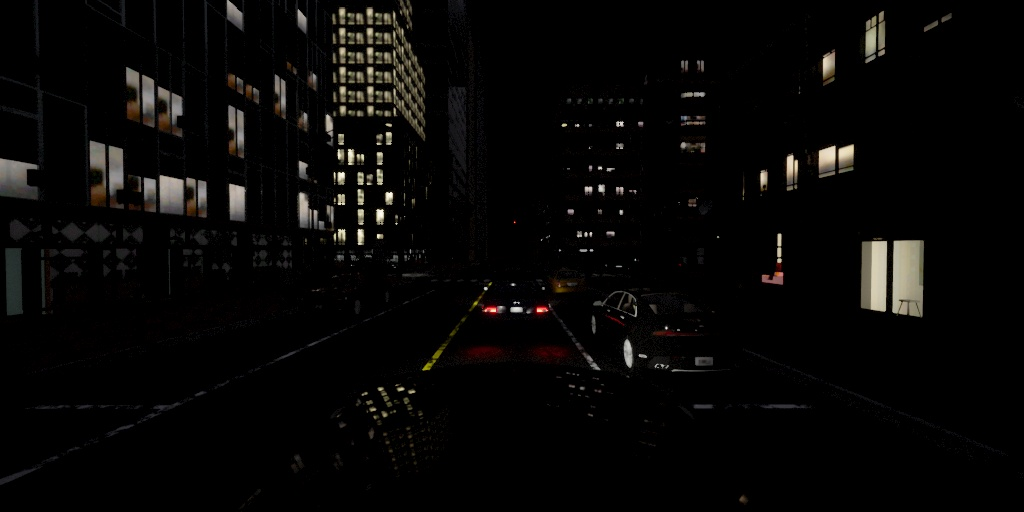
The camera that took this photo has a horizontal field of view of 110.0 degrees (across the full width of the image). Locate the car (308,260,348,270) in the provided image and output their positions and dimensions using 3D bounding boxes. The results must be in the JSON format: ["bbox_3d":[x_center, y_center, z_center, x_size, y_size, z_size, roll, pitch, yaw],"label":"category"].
[{"bbox_3d":[-21.742,1.026,42.288,4.829,1.417,1.751,0,0,1],"label":"car"}]

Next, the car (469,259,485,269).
[{"bbox_3d":[-5.793,1.263,56.466,1.751,1.417,4.829,0,0,0],"label":"car"}]

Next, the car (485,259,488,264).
[{"bbox_3d":[-5.803,1.303,62.290,1.948,1.339,4.313,0,0,0],"label":"car"}]

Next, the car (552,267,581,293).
[{"bbox_3d":[2.786,1.271,18.866,1.751,1.417,4.829,0,0,0],"label":"car"}]

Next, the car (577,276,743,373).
[{"bbox_3d":[2.807,1.299,7.407,2.007,1.370,4.403,0,0,0],"label":"car"}]

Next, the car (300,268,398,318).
[{"bbox_3d":[-5.843,1.292,13.094,1.888,1.381,4.507,0,0,0],"label":"car"}]

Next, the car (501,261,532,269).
[{"bbox_3d":[0.057,1.249,21.267,1.837,1.490,4.892,0,0,0],"label":"car"}]

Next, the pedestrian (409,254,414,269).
[{"bbox_3d":[-12.629,0.669,45.140,0.375,1.860,0.375,0,0,1],"label":"pedestrian"}]

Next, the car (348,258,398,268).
[{"bbox_3d":[-13.732,1.013,36.617,4.553,1.767,2.097,0,1,-2],"label":"car"}]

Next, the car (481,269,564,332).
[{"bbox_3d":[0.085,1.295,10.845,2.033,1.411,5.357,0,0,0],"label":"car"}]

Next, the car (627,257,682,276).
[{"bbox_3d":[15.565,1.081,39.265,5.566,2.045,2.150,1,1,1],"label":"car"}]

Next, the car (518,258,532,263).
[{"bbox_3d":[2.577,1.288,62.305,2.007,1.370,4.403,0,0,0],"label":"car"}]

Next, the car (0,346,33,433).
[{"bbox_3d":[-5.796,1.300,1.804,2.007,1.370,4.403,0,0,0],"label":"car"}]
